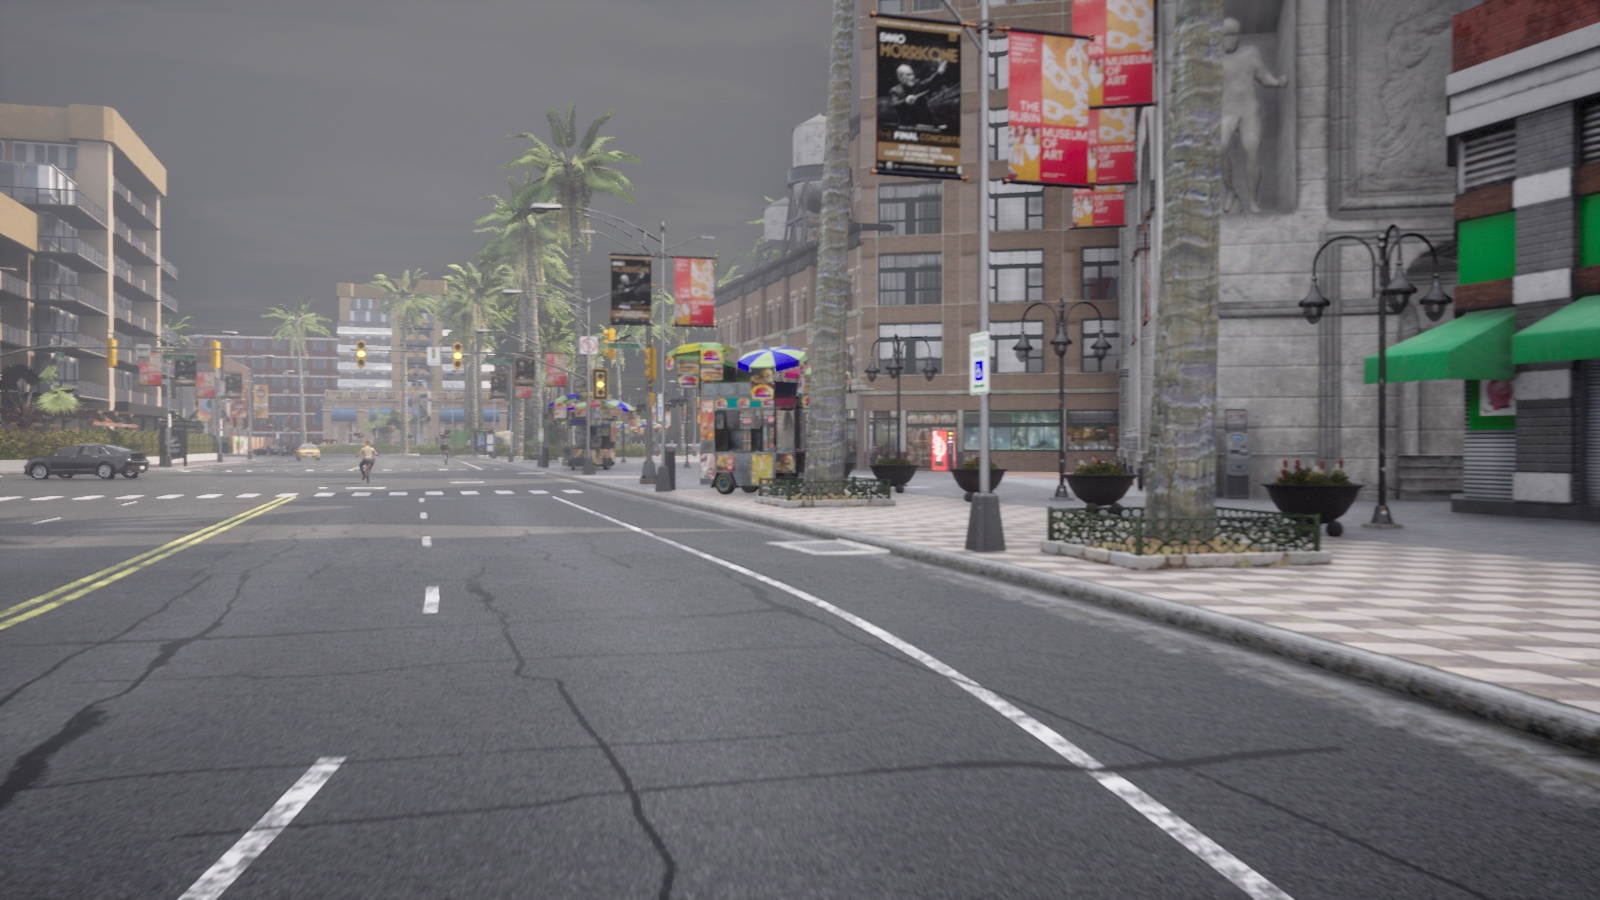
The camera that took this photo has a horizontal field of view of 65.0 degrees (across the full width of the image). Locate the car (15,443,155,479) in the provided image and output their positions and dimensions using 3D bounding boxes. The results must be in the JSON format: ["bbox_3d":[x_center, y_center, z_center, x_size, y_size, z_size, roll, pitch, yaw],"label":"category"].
[{"bbox_3d":[-30.003,0.450,52.751,4.892,1.490,1.837,0,0,3],"label":"car"}]
